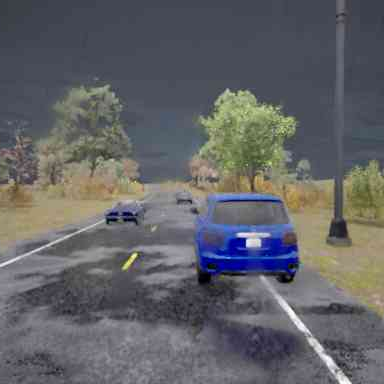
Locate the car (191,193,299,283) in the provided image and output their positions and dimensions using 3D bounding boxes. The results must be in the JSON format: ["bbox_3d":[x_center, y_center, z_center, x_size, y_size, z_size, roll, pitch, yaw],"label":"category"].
[{"bbox_3d":[1.168,1.025,9.158,2.150,2.045,5.566,0,1,-1],"label":"car"}]

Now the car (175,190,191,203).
[{"bbox_3d":[-0.940,0.642,41.835,1.994,1.385,4.181,0,1,-3],"label":"car"}]

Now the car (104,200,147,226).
[{"bbox_3d":[-3.854,1.171,19.906,1.895,1.301,4.718,0,1,-1],"label":"car"}]

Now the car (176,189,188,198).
[{"bbox_3d":[-1.853,0.272,58.137,1.994,1.385,4.181,0,1,-4],"label":"car"}]

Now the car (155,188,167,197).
[{"bbox_3d":[-5.764,-0.037,62.592,2.097,1.767,4.553,0,1,-3],"label":"car"}]
